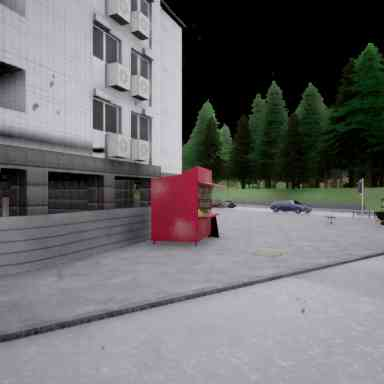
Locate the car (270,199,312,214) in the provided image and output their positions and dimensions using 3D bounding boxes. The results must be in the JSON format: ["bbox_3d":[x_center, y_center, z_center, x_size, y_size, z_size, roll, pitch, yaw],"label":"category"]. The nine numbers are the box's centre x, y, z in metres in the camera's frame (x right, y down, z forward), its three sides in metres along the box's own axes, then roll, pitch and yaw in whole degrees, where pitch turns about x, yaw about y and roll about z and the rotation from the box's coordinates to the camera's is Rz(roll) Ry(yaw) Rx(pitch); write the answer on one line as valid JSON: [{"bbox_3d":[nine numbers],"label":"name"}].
[{"bbox_3d":[10.543,1.526,35.685,1.812,1.442,4.674,0,0,-36],"label":"car"}]

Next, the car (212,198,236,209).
[{"bbox_3d":[4.008,1.564,44.834,1.994,1.385,4.181,0,0,-35],"label":"car"}]
